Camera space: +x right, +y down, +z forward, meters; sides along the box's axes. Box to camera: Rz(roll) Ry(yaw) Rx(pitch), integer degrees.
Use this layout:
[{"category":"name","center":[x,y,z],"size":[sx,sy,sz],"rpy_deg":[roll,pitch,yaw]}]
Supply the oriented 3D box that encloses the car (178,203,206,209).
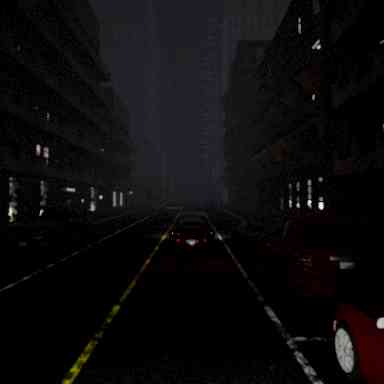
[{"category":"car","center":[-0.003,1.876,29.134],"size":[1.895,1.301,4.718],"rpy_deg":[0,0,0]}]

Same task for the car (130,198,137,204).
[{"category":"car","center":[-16.508,2.304,86.179],"size":[4.097,1.590,1.967],"rpy_deg":[0,-2,0]}]

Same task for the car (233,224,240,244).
[{"category":"car","center":[2.702,1.713,13.728],"size":[1.802,1.307,4.206],"rpy_deg":[1,-1,0]}]

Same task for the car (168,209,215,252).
[{"category":"car","center":[0.004,1.663,14.392],"size":[1.812,1.442,4.674],"rpy_deg":[0,0,0]}]

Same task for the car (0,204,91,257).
[{"category":"car","center":[-5.674,1.446,13.676],"size":[2.192,1.841,5.009],"rpy_deg":[1,-1,0]}]

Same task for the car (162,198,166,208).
[{"category":"car","center":[-5.654,2.075,52.455],"size":[1.802,1.307,4.206],"rpy_deg":[1,-1,0]}]

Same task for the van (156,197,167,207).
[{"category":"van","center":[-5.822,1.937,63.537],"size":[1.690,1.788,3.998],"rpy_deg":[1,-1,0]}]

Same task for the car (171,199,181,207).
[{"category":"car","center":[-3.041,2.149,64.236],"size":[2.033,1.411,5.357],"rpy_deg":[0,-1,1]}]

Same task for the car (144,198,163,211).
[{"category":"car","center":[-5.652,1.992,46.914],"size":[2.008,1.369,4.403],"rpy_deg":[1,-1,0]}]

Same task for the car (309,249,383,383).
[{"category":"car","center":[2.704,1.571,2.648],"size":[1.887,1.381,4.507],"rpy_deg":[1,-1,0]}]

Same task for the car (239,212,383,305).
[{"category":"car","center":[2.708,1.394,8.191],"size":[2.192,1.841,5.009],"rpy_deg":[1,-1,0]}]

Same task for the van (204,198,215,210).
[{"category":"van","center":[2.698,1.834,52.511],"size":[1.690,1.788,3.998],"rpy_deg":[1,-1,0]}]
